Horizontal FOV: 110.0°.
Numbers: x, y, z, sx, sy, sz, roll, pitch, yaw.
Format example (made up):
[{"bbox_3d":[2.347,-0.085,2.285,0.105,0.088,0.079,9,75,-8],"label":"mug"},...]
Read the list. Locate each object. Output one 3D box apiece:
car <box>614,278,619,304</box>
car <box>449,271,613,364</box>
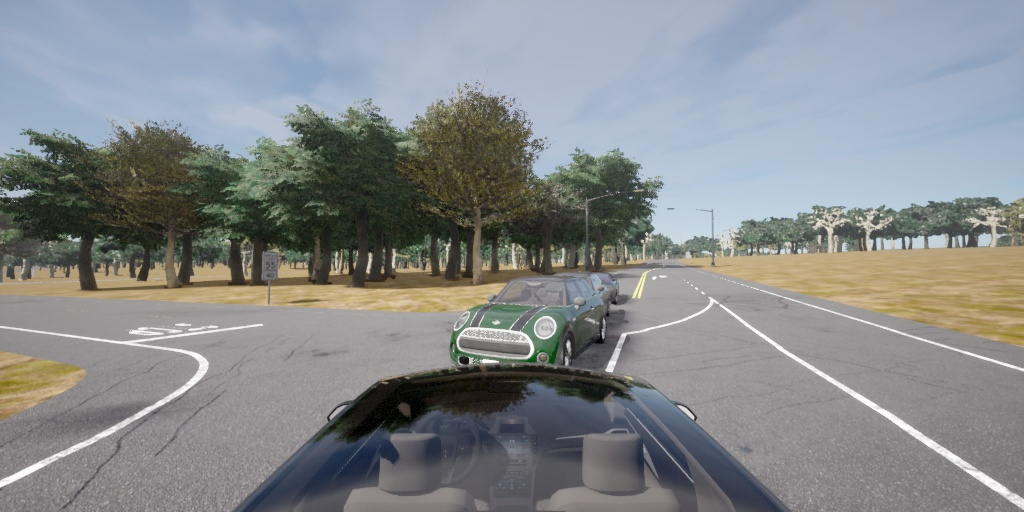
[{"bbox_3d":[4.236,1.508,17.800,1.994,1.385,4.181,-1,0,19],"label":"car"},{"bbox_3d":[0.627,1.217,7.763,2.097,1.767,4.553,-1,-2,26],"label":"car"}]
